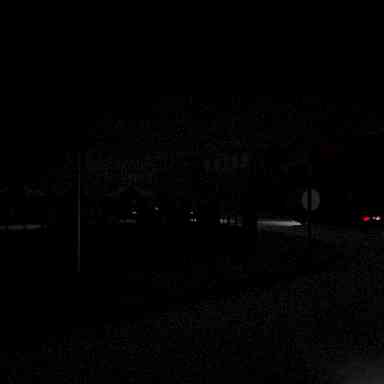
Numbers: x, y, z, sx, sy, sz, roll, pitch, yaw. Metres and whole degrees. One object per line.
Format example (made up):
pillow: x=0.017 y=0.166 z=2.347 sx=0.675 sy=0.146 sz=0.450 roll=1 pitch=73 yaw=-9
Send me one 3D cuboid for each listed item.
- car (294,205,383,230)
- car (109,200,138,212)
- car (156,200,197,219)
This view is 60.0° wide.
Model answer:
car: x=9.091 y=1.547 z=21.152 sx=2.033 sy=1.411 sz=5.357 roll=0 pitch=0 yaw=-32
car: x=-7.975 y=1.546 z=38.828 sx=2.033 sy=1.411 sz=5.357 roll=0 pitch=0 yaw=-36
car: x=-1.427 y=1.504 z=29.629 sx=1.837 sy=1.490 sz=4.892 roll=0 pitch=0 yaw=-35
